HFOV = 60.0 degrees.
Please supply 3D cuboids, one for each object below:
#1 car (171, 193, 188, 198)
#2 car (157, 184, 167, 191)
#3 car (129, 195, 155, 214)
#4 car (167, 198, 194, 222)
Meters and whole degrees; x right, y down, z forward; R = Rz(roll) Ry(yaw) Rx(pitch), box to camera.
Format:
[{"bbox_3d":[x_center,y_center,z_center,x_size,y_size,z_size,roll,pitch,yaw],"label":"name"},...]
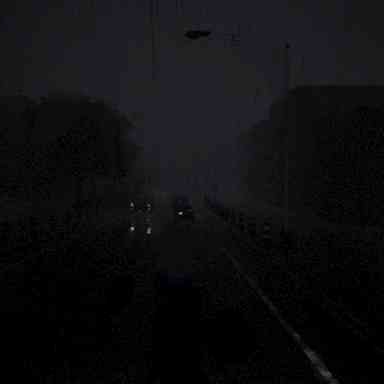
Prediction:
[{"bbox_3d":[-1.552,0.841,41.773,1.882,1.535,5.008,0,3,-2],"label":"car"},{"bbox_3d":[-6.485,-1.045,72.077,1.895,1.301,4.718,0,4,-2],"label":"car"},{"bbox_3d":[-4.885,1.113,32.891,2.097,1.767,4.553,0,2,-2],"label":"car"},{"bbox_3d":[-0.906,1.481,26.090,1.994,1.385,4.181,0,1,-3],"label":"car"}]
